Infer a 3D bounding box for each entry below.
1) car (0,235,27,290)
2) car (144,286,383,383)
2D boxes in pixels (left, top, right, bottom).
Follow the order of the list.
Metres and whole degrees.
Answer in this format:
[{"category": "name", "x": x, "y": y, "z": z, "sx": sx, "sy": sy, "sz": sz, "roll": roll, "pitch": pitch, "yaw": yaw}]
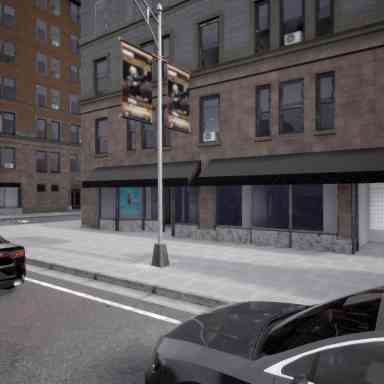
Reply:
[{"category": "car", "x": -5.930, "y": 1.478, "z": 7.890, "sx": 5.008, "sy": 1.535, "sz": 1.882, "roll": 0, "pitch": 0, "yaw": 35}, {"category": "car", "x": 1.805, "y": 1.505, "z": 2.400, "sx": 4.892, "sy": 1.490, "sz": 1.837, "roll": 0, "pitch": 0, "yaw": 35}]
